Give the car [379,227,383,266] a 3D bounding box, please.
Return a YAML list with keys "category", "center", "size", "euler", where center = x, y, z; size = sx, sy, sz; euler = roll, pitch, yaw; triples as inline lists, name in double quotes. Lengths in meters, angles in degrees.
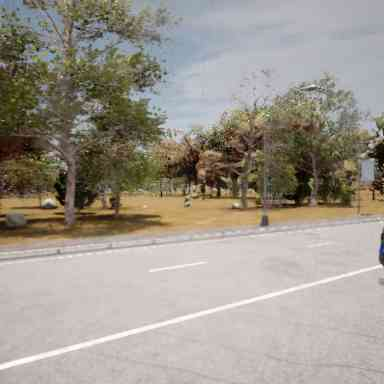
- category: "car"
  center: [7.188, 1.227, 8.872]
  size: [5.566, 2.045, 2.150]
  euler: [0, 0, -35]
